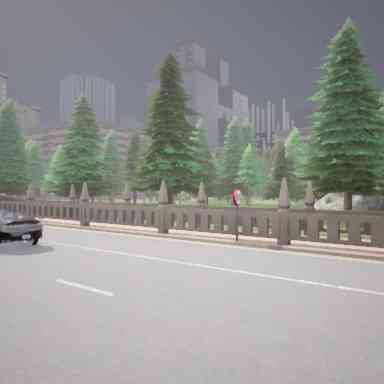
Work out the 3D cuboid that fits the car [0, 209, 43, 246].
[{"bbox_3d":[-8.274,1.495,14.070,4.902,1.511,2.128,0,0,35],"label":"car"}]
